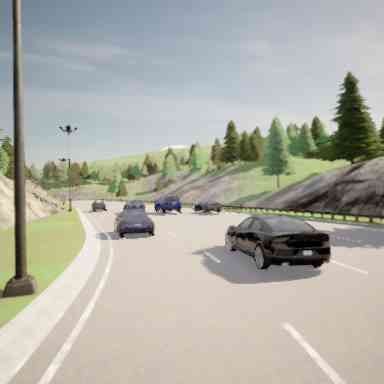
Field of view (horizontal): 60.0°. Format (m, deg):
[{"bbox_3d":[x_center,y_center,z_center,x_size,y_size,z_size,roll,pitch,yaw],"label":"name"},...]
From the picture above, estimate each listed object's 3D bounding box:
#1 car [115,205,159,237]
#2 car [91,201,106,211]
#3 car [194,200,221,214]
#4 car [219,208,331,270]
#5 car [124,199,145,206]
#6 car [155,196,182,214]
[{"bbox_3d":[-3.430,1.729,19.474,1.994,1.385,4.181,-1,0,-16],"label":"car"},{"bbox_3d":[-13.831,2.018,49.344,2.128,1.511,4.902,-1,0,-20],"label":"car"},{"bbox_3d":[1.667,1.633,37.384,2.128,1.511,4.902,-1,0,-20],"label":"car"},{"bbox_3d":[2.598,1.476,11.191,1.882,1.535,5.008,-1,0,-10],"label":"car"},{"bbox_3d":[-7.068,1.696,40.974,2.097,1.767,4.553,-1,0,-20],"label":"car"},{"bbox_3d":[-2.903,1.471,39.707,2.150,2.045,5.566,-1,0,-20],"label":"car"}]
